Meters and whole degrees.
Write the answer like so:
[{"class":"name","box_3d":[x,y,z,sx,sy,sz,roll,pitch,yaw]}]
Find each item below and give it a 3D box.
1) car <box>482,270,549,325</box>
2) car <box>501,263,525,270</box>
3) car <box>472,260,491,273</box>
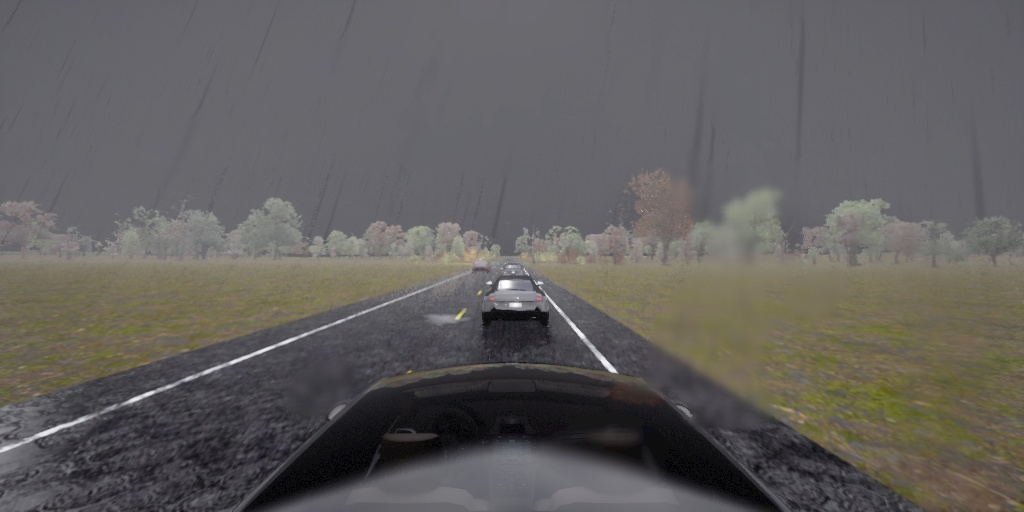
[{"class":"car","box_3d":[0.097,1.315,11.853,1.994,1.385,4.181,0,0,0]},{"class":"car","box_3d":[0.091,1.301,29.709,2.033,1.411,5.357,0,0,0]},{"class":"car","box_3d":[-3.599,1.232,42.661,1.882,1.535,5.008,0,0,0]}]
